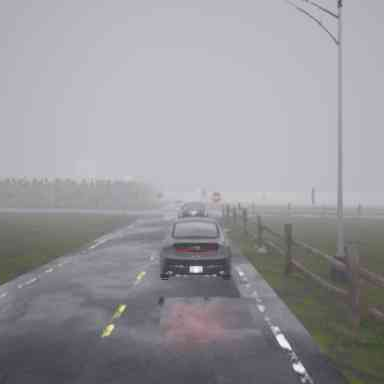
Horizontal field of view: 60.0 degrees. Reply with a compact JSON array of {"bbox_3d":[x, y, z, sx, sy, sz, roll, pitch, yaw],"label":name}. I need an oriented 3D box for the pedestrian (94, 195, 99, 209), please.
[{"bbox_3d":[-12.176,1.275,42.444,0.375,1.860,0.375,0,-2,0],"label":"pedestrian"}]

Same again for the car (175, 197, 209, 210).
[{"bbox_3d":[0.144,1.431,23.731,2.097,1.767,4.553,0,0,1],"label":"car"}]

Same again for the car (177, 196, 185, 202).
[{"bbox_3d":[-2.763,1.737,84.159,1.882,1.535,5.008,0,0,0],"label":"car"}]

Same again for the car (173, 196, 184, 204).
[{"bbox_3d":[-2.764,1.702,68.127,1.882,1.535,5.008,0,0,0],"label":"car"}]

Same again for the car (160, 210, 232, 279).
[{"bbox_3d":[0.099,1.539,10.139,1.837,1.490,4.892,0,0,0],"label":"car"}]
